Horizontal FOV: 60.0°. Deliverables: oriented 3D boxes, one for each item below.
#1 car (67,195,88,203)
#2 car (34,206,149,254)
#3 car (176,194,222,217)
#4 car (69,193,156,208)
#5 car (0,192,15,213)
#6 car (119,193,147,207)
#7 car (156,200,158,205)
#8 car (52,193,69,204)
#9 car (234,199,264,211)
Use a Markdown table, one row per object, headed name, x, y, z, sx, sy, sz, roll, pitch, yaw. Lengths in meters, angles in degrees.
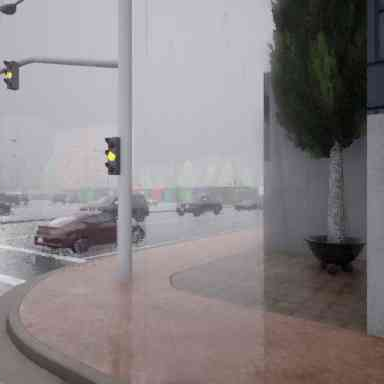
| name | x | y | z | sx | sy | sz | roll | pitch | yaw |
| --- | --- | --- | --- | --- | --- | --- | --- | --- | --- |
| car | -21.392 | 1.364 | 62.131 | 3.905 | 1.438 | 1.784 | 0 | 0 | 35 |
| car | -3.964 | 1.526 | 13.531 | 1.812 | 1.442 | 4.674 | 0 | 0 | 36 |
| car | 0.798 | 1.221 | 32.111 | 2.150 | 2.045 | 5.566 | 0 | 0 | 37 |
| car | -5.471 | 1.221 | 23.707 | 2.150 | 2.045 | 5.566 | 0 | 0 | 36 |
| car | -20.146 | 1.156 | 33.658 | 3.866 | 1.878 | 1.905 | 0 | 0 | 35 |
| car | -8.820 | 1.156 | 49.684 | 3.866 | 1.878 | 1.905 | 0 | 0 | 35 |
| car | -7.135 | 1.395 | 52.039 | 3.806 | 1.475 | 1.970 | 0 | 0 | 35 |
| car | -23.120 | 1.153 | 59.806 | 4.605 | 1.855 | 1.932 | 0 | 0 | 35 |
| car | 7.197 | 1.547 | 40.625 | 2.033 | 1.411 | 5.357 | 0 | 0 | 37 |
